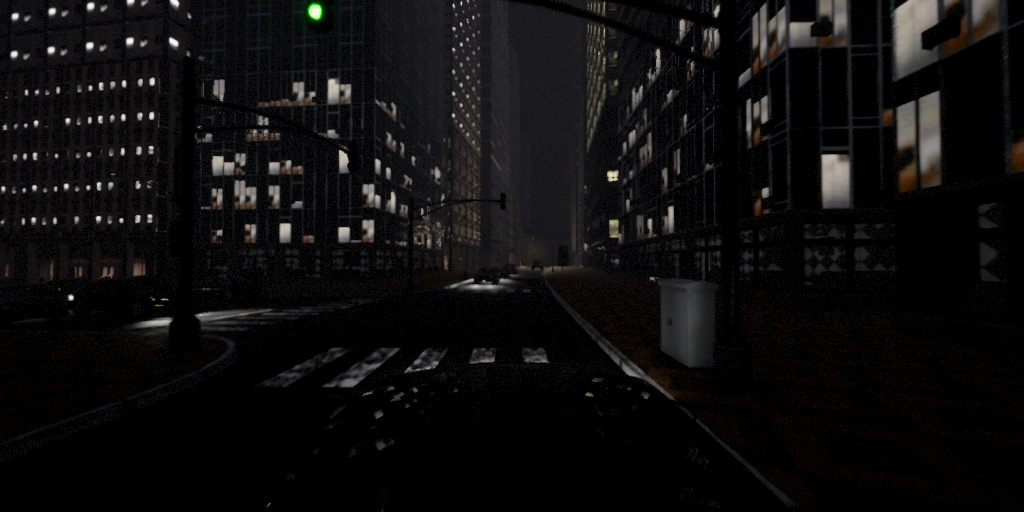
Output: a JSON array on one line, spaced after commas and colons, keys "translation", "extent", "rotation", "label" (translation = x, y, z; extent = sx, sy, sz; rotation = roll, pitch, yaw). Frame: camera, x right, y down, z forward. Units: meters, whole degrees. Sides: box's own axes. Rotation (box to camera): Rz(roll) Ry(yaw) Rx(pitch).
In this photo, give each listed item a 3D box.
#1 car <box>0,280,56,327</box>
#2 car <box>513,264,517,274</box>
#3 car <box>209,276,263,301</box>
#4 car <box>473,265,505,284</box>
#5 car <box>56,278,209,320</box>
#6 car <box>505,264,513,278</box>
[{"translation": [-18.197, 1.704, 12.679], "extent": [4.403, 1.370, 2.007], "rotation": [0, 0, 9], "label": "car"}, {"translation": [-0.397, 1.848, 52.114], "extent": [1.882, 1.535, 5.008], "rotation": [0, -1, 6], "label": "car"}, {"translation": [-16.928, 1.857, 20.962], "extent": [4.403, 1.370, 2.007], "rotation": [0, 0, 9], "label": "car"}, {"translation": [-2.106, 1.677, 31.699], "extent": [2.033, 1.411, 5.357], "rotation": [0, -1, 4], "label": "car"}, {"translation": [-15.726, 1.666, 14.945], "extent": [4.892, 1.490, 1.837], "rotation": [-1, -1, 10], "label": "car"}, {"translation": [-1.372, 1.851, 41.709], "extent": [1.895, 1.301, 4.718], "rotation": [0, -1, 5], "label": "car"}]
